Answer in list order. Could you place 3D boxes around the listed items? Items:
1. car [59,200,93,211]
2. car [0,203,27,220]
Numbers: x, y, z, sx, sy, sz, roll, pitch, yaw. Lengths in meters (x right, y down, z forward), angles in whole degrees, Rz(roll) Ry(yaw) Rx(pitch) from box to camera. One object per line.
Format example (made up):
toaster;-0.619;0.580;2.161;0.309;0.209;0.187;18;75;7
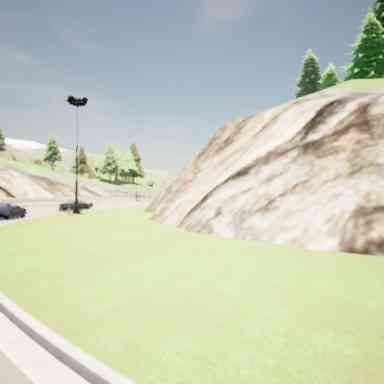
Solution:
car;-14.980;1.706;43.131;2.033;1.411;5.357;0;0;14
car;-16.253;1.630;29.204;1.994;1.385;4.181;0;0;-3
